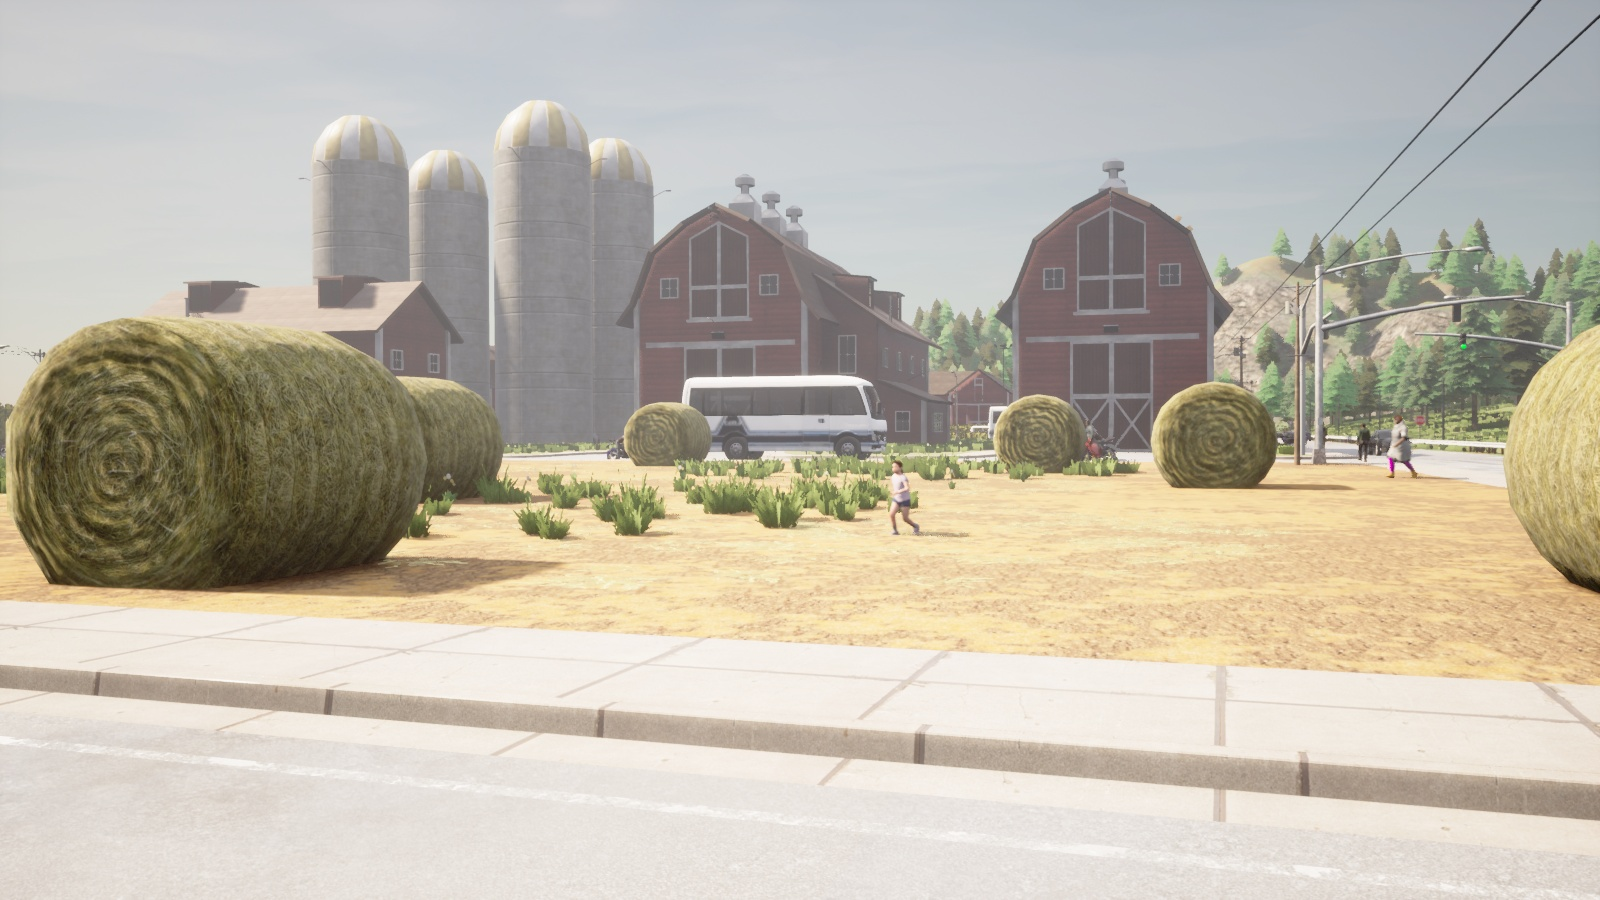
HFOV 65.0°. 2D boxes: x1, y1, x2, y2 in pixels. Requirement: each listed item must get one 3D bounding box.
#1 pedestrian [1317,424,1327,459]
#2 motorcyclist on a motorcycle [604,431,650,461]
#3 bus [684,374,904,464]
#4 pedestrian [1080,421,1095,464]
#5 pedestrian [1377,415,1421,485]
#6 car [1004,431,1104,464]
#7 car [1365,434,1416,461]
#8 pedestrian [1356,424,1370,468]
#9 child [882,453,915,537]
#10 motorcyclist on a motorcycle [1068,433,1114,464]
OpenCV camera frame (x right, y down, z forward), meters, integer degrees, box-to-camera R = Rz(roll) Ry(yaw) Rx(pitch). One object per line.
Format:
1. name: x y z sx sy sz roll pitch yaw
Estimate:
1. pedestrian: 28.338 -0.469 68.227 0.396 1.930 0.692 0 1 15
2. motorcyclist on a motorcycle: -8.915 -0.212 64.734 2.191 1.530 0.866 1 1 15
3. bus: -0.240 -1.542 62.431 10.273 4.253 3.944 0 1 15
4. pedestrian: 12.578 -0.336 54.933 0.614 1.847 0.353 0 1 4
5. pedestrian: 16.924 -0.002 35.483 0.873 1.952 0.659 0 1 -12
6. car: 11.986 -0.126 59.228 4.514 1.525 2.007 0 1 15
7. car: 33.967 -0.165 72.361 1.837 1.490 4.892 0 1 16
8. pedestrian: 25.061 -0.164 55.910 0.423 1.949 0.788 0 1 12
9. child: 1.332 0.602 16.930 0.255 1.110 0.394 1 1 41
10. motorcyclist on a motorcycle: 14.407 -0.092 62.210 2.191 1.530 0.866 1 1 15
